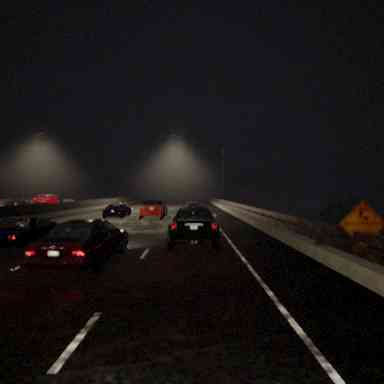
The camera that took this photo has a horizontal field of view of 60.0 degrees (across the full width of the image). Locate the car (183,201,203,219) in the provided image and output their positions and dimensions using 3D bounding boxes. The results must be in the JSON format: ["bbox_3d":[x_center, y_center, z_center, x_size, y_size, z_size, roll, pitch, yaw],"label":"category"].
[{"bbox_3d":[0.088,1.618,31.526,1.812,1.442,4.674,0,0,0],"label":"car"}]

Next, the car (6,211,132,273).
[{"bbox_3d":[-3.434,1.582,10.786,2.033,1.411,5.357,0,0,0],"label":"car"}]

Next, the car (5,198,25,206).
[{"bbox_3d":[-24.575,1.640,47.233,1.837,1.490,4.892,0,-1,0],"label":"car"}]

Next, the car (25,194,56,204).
[{"bbox_3d":[-21.078,1.358,47.567,2.150,2.045,5.566,0,-1,0],"label":"car"}]

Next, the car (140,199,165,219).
[{"bbox_3d":[-3.417,1.442,30.309,2.097,1.767,4.553,0,0,0],"label":"car"}]

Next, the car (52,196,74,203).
[{"bbox_3d":[-17.581,1.696,47.068,1.994,1.385,4.181,0,0,0],"label":"car"}]

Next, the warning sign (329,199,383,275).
[{"bbox_3d":[4.558,1.144,8.907,1.300,1.860,1.060,1,0,0],"label":"warning sign"}]

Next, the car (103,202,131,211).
[{"bbox_3d":[-6.913,1.655,30.996,1.994,1.385,4.181,0,0,0],"label":"car"}]

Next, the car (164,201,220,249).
[{"bbox_3d":[0.083,1.400,15.027,2.097,1.767,4.553,0,0,0],"label":"car"}]

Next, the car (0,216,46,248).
[{"bbox_3d":[-6.919,1.645,14.011,1.895,1.301,4.718,0,0,0],"label":"car"}]
